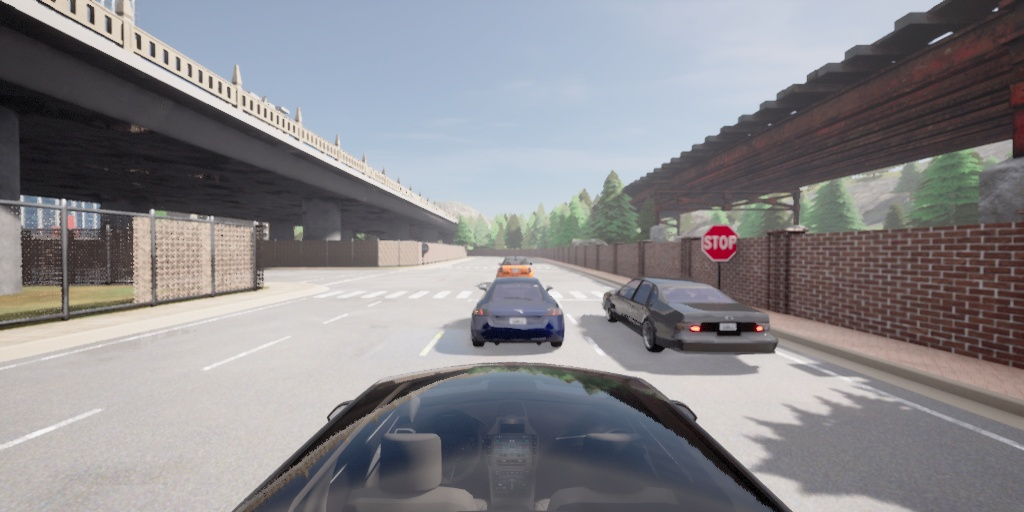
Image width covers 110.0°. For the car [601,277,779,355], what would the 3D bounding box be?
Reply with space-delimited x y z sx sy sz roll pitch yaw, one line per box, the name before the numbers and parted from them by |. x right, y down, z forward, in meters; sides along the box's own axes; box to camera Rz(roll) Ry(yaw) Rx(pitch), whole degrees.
car | 3.615 1.197 8.508 2.033 1.411 5.357 0 1 0

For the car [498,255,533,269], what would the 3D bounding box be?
car | 0.215 0.804 21.980 2.097 1.767 4.553 0 1 1

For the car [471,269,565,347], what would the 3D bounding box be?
car | 0.116 1.207 8.987 1.994 1.385 4.181 0 1 0
